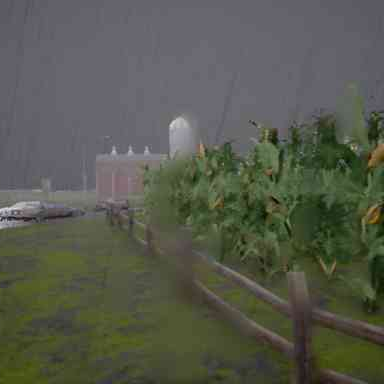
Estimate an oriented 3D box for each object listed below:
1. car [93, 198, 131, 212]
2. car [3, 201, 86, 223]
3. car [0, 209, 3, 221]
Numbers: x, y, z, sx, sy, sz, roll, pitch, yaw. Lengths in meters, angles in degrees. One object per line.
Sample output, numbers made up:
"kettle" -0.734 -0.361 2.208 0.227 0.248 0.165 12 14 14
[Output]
"car" -8.209 1.329 34.313 1.994 1.385 4.181 -1 0 29
"car" -10.496 1.424 24.508 2.033 1.411 5.357 -1 0 32
"car" -13.049 1.449 26.100 1.812 1.442 4.674 -1 0 31
